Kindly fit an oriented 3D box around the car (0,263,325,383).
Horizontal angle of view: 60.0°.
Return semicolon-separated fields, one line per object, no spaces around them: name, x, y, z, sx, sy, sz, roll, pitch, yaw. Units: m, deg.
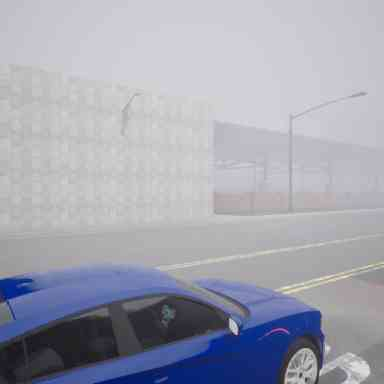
car;-0.712;1.478;3.242;5.008;1.535;1.882;0;0;-36
